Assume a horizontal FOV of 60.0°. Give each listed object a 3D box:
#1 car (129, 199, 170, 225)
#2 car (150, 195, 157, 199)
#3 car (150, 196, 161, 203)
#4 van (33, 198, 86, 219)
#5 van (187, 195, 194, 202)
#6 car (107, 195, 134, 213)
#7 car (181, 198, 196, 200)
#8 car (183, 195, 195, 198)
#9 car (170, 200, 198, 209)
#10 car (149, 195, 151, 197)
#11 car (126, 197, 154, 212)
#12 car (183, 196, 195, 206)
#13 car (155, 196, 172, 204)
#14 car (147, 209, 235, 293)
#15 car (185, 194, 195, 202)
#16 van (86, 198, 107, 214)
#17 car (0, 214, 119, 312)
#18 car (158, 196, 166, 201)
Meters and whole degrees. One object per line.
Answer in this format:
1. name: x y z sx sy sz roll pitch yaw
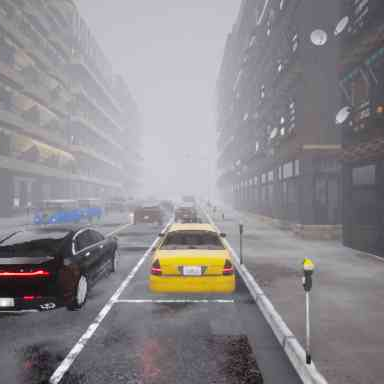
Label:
1. car: -2.945 1.500 24.034 1.882 1.535 5.008 0 0 0
2. car: -8.315 1.471 70.528 2.192 1.841 5.009 1 0 0
3. car: -8.321 1.725 76.059 1.887 1.381 4.507 1 0 0
4. van: -8.312 1.359 20.753 1.690 1.788 3.998 2 0 0
5. van: -0.471 1.576 87.068 1.690 1.788 3.998 1 0 0
6. car: -8.312 1.366 37.346 2.192 1.841 5.009 1 0 0
7. car: -0.437 1.582 31.754 1.887 1.381 4.507 1 0 0
8. car: -0.428 1.490 37.286 1.967 1.590 4.097 1 0 0
9. car: -0.437 1.572 26.224 1.887 1.381 4.507 1 0 0
10. car: -8.319 1.660 53.938 1.947 1.339 4.313 1 0 0
11. car: -5.845 1.615 37.763 1.994 1.385 4.181 0 0 0
12. car: -0.471 1.553 59.411 1.967 1.590 4.097 1 0 0
13. car: -2.946 1.579 38.914 1.812 1.442 4.674 0 0 0
14. car: 0.004 1.462 8.843 1.801 1.575 5.366 0 0 0
15. car: -0.470 1.521 81.536 2.192 1.841 5.009 1 0 0
16. van: -8.313 1.368 26.285 1.690 1.788 3.998 1 0 0
17. car: -3.020 1.511 7.784 1.837 1.490 4.892 0 0 0
18. car: -8.323 1.847 92.652 1.802 1.307 4.206 1 0 0
